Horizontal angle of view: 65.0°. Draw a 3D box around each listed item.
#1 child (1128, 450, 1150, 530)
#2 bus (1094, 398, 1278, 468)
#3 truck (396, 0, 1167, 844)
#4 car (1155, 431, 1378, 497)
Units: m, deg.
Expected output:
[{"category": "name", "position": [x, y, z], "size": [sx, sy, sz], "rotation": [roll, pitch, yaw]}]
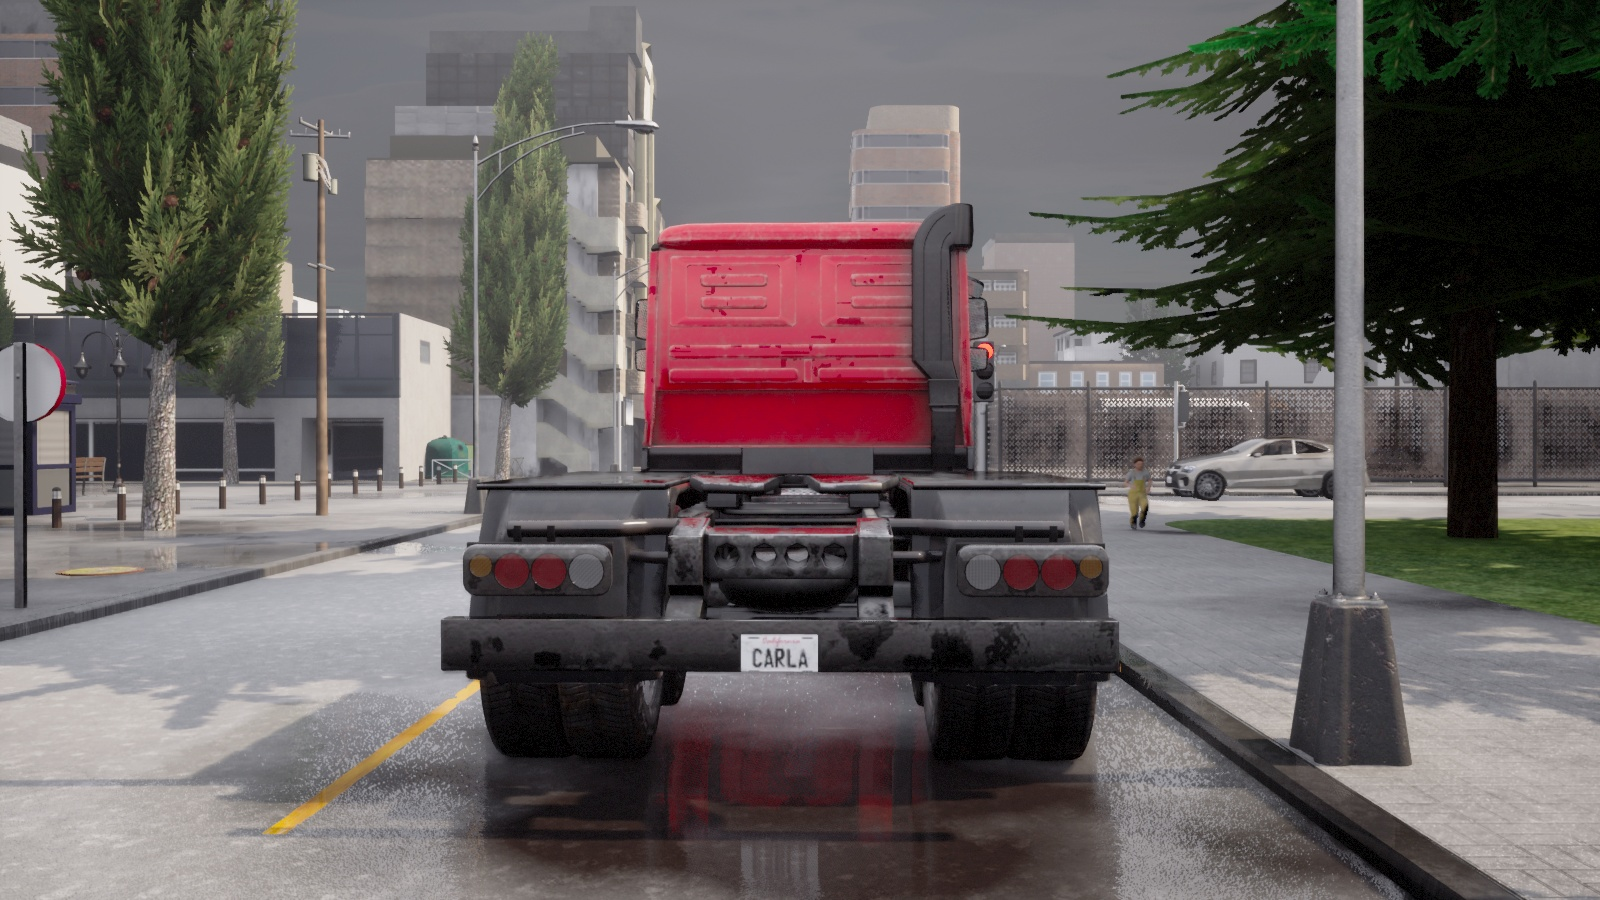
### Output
[{"category": "child", "position": [5.406, 0.627, 20.029], "size": [0.270, 1.263, 0.437], "rotation": [0, 0, 5]}, {"category": "bus", "position": [23.857, -1.052, 78.208], "size": [10.273, 4.253, 3.944], "rotation": [0, 0, 2]}, {"category": "truck", "position": [0.020, -0.284, 8.679], "size": [2.891, 3.462, 7.936], "rotation": [0, 0, 1]}, {"category": "car", "position": [12.139, 0.349, 32.928], "size": [5.027, 1.651, 2.152], "rotation": [0, 0, 0]}]
